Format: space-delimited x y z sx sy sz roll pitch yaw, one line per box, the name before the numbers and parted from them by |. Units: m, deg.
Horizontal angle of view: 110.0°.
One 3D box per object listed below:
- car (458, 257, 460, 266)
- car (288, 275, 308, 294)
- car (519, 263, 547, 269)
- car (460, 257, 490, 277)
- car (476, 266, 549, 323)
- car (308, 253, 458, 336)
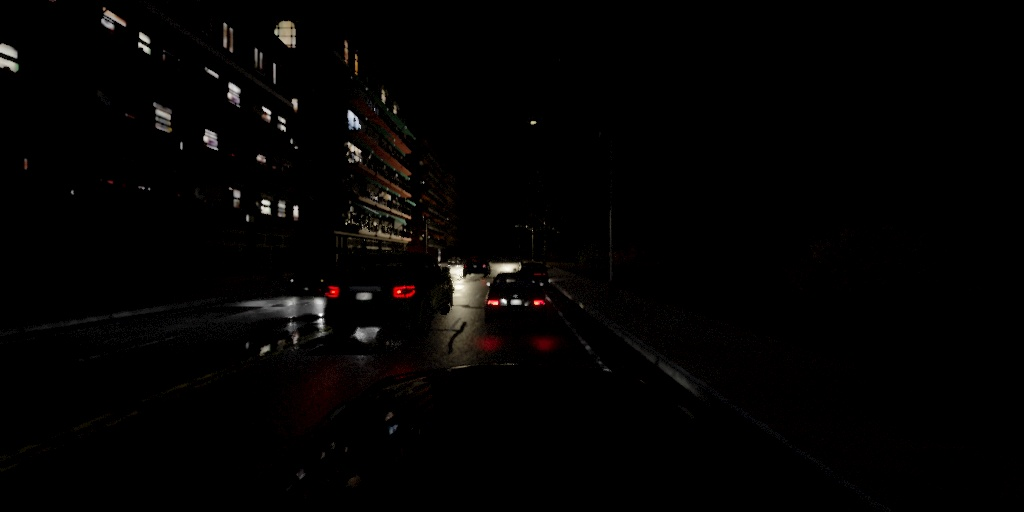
car | -9.809 0.880 61.666 1.837 1.490 4.892 0 1 0
car | -9.851 1.243 19.376 1.895 1.301 4.718 0 0 0
car | 1.137 1.133 21.588 1.837 1.490 4.892 0 0 0
car | -3.153 0.910 32.598 2.097 1.767 4.553 0 0 0
car | 0.102 1.236 11.830 2.033 1.411 5.357 0 0 0
car | -3.150 0.921 10.320 2.150 2.045 5.566 0 1 0
